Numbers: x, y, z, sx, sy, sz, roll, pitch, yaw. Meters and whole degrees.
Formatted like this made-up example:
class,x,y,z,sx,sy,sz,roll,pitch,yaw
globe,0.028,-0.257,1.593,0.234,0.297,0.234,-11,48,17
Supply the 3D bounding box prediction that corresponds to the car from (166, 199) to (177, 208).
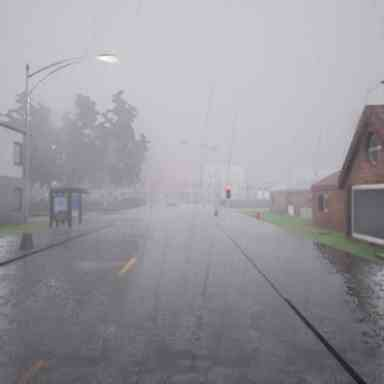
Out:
class,x,y,z,sx,sy,sz,roll,pitch,yaw
car,-4.012,2.202,64.942,1.882,1.535,5.008,0,-1,0
